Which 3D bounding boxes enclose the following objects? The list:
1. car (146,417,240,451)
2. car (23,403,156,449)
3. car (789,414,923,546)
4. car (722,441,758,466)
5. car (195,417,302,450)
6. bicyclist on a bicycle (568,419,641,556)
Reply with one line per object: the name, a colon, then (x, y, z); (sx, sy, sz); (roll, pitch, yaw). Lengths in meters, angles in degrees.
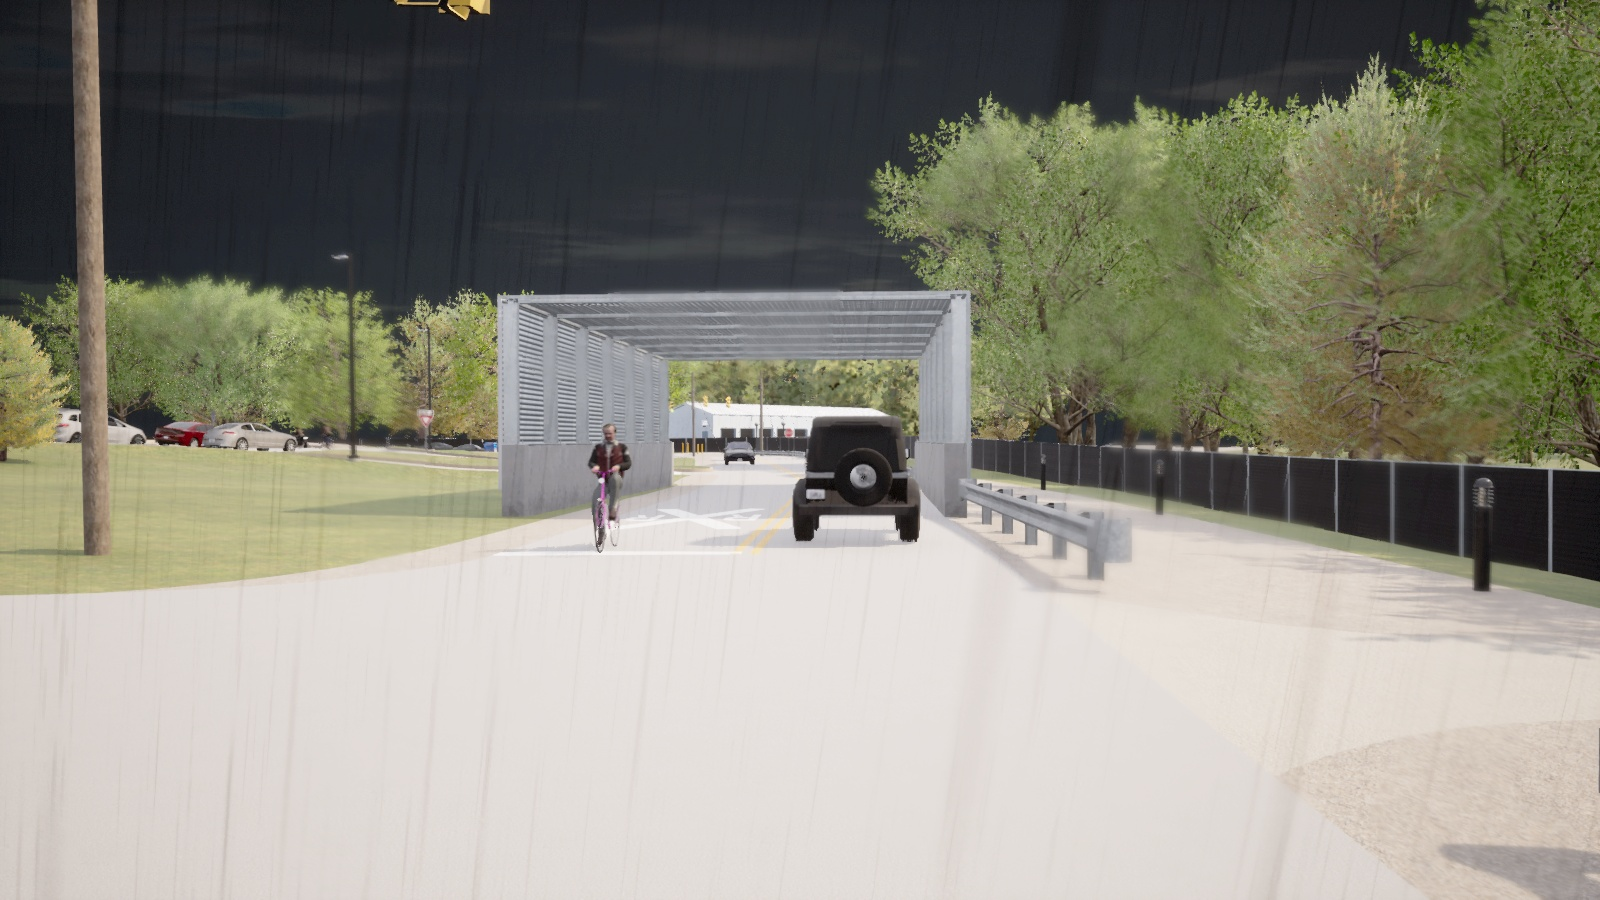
car: (-32.724, -0.846, 67.908); (1.882, 1.535, 5.008); (7, 1, 9)
car: (-31.386, -1.030, 55.619); (2.242, 1.667, 4.611); (5, 0, 23)
car: (0.894, 0.415, 19.821); (1.905, 1.878, 3.866); (0, 0, 3)
car: (-3.653, 0.181, 75.810); (2.033, 1.411, 5.357); (0, 1, -3)
car: (-28.709, -0.817, 65.542); (2.152, 1.651, 5.027); (0, 0, 22)
bicyclist on a bicycle: (-2.668, 0.510, 17.282); (0.659, 1.776, 1.843); (0, -2, 2)
